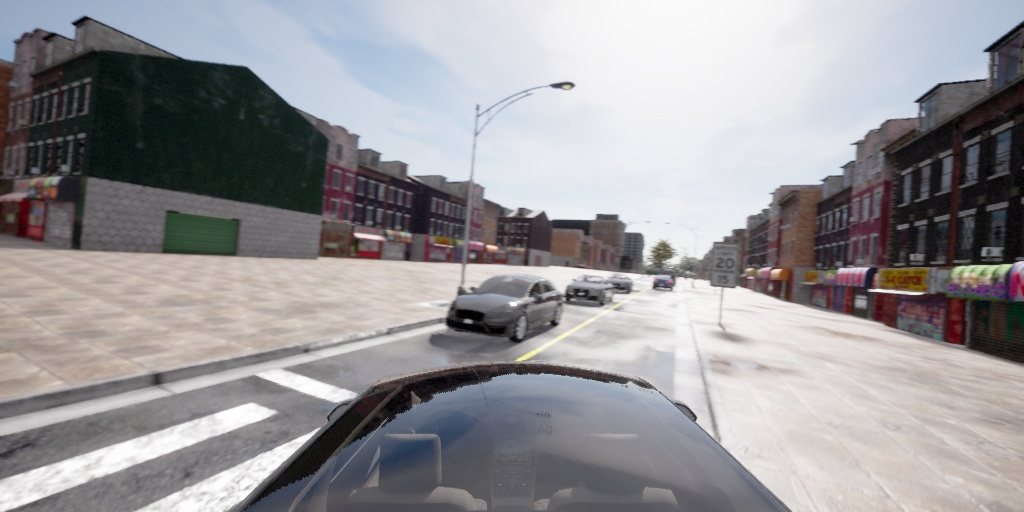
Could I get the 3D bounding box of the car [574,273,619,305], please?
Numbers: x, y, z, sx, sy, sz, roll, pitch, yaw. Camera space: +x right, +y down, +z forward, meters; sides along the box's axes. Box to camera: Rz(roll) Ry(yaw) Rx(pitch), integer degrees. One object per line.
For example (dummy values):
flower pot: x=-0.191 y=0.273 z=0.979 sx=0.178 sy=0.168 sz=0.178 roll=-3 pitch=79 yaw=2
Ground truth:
car: x=4.199 y=1.723 z=19.127 sx=1.994 sy=1.385 sz=4.181 roll=5 pitch=0 yaw=25

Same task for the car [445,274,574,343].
car: x=0.061 y=1.296 z=10.180 sx=1.837 sy=1.490 sz=4.892 roll=5 pitch=0 yaw=25

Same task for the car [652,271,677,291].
car: x=14.988 y=2.609 z=35.521 sx=1.812 sy=1.442 sz=4.674 roll=5 pitch=0 yaw=25

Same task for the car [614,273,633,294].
car: x=8.384 y=2.092 z=28.155 sx=1.994 sy=1.385 sz=4.181 roll=5 pitch=0 yaw=24

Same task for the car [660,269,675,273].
car: x=20.096 y=2.750 z=46.546 sx=2.150 sy=2.045 sz=5.566 roll=5 pitch=0 yaw=25
